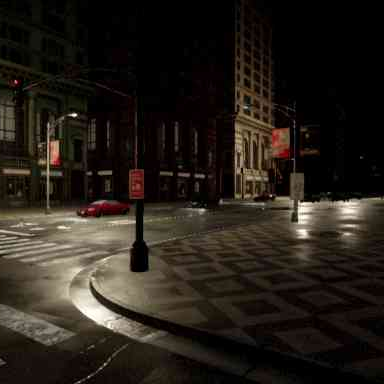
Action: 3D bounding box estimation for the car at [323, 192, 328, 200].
[{"bbox_3d":[22.983,0.714,56.673,2.128,1.511,4.902,0,1,35],"label":"car"}]

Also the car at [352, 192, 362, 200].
[{"bbox_3d":[29.593,0.675,60.380,1.812,1.442,4.674,0,1,35],"label":"car"}]

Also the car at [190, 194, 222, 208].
[{"bbox_3d":[1.666,1.040,38.223,1.837,1.490,4.892,0,1,35],"label":"car"}]

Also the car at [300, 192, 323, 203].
[{"bbox_3d":[17.242,0.912,48.590,1.994,1.385,4.181,0,1,35],"label":"car"}]

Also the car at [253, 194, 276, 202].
[{"bbox_3d":[11.216,0.929,51.519,1.895,1.301,4.718,0,1,36],"label":"car"}]

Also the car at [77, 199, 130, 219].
[{"bbox_3d":[-6.904,1.284,26.171,1.994,1.385,4.181,0,1,35],"label":"car"}]

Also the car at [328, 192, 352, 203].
[{"bbox_3d":[22.439,0.834,50.303,1.812,1.442,4.674,0,1,36],"label":"car"}]
